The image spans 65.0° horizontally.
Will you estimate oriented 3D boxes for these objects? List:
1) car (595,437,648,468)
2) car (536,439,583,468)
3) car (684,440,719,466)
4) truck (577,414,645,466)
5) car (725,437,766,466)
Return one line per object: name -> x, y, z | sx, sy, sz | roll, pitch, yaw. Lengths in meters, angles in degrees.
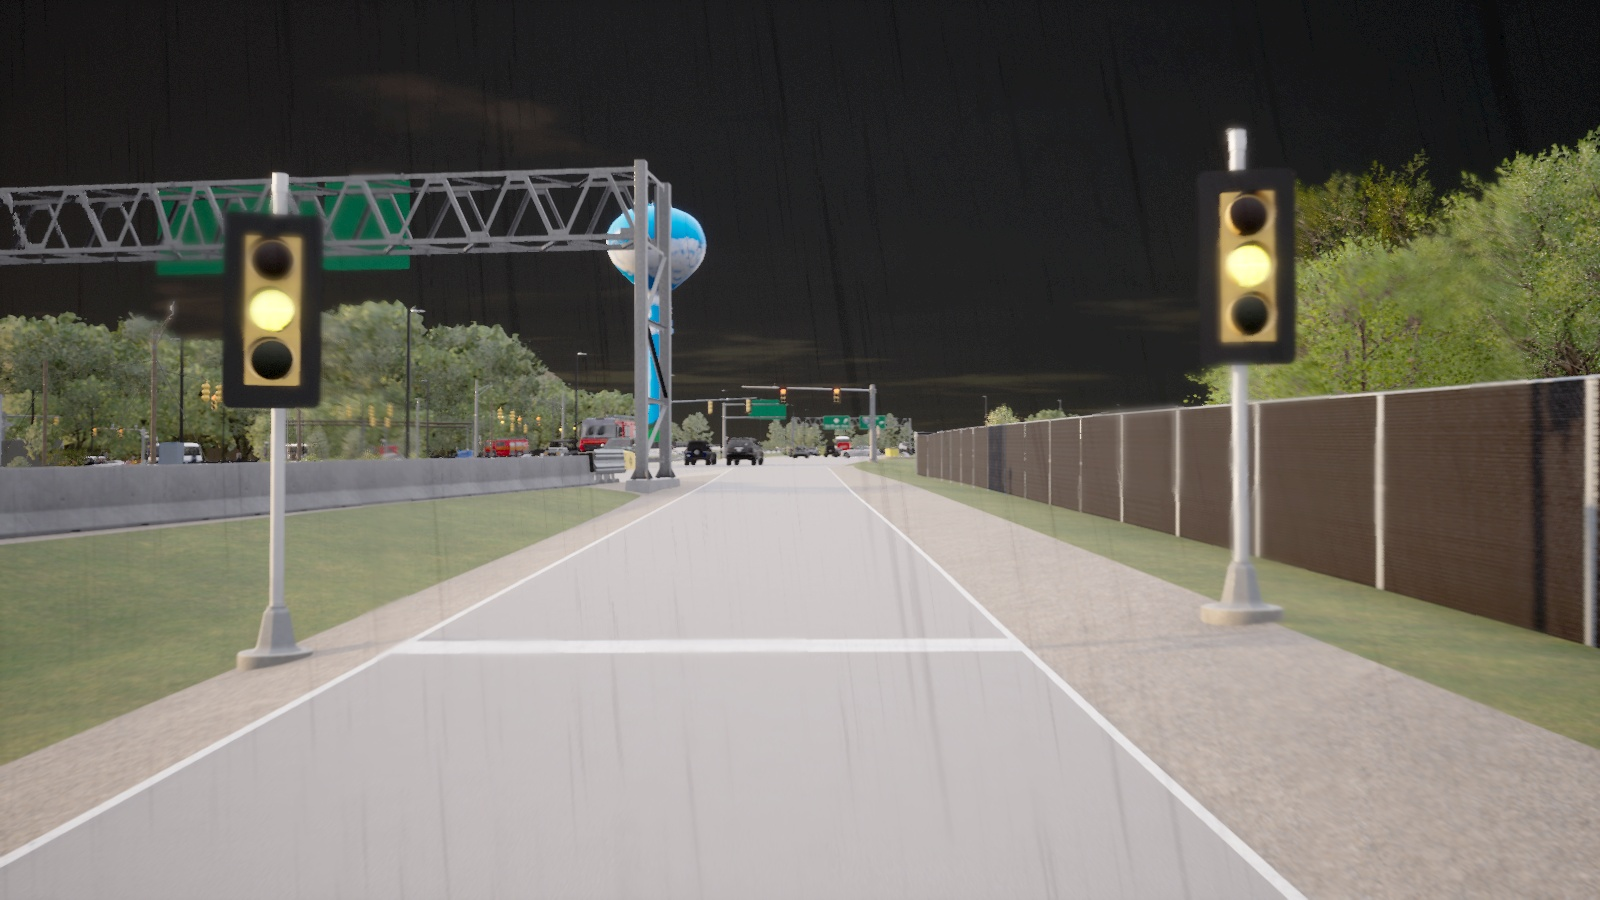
car -> -12.040, 0.148, 84.977 | 2.150, 2.045, 5.566 | 0, 0, 7
car -> -15.833, 0.235, 82.800 | 1.905, 1.878, 3.866 | 0, 0, 7
car -> -7.386, 0.213, 94.179 | 1.905, 1.878, 3.866 | 0, 0, 7
truck -> -14.269, -0.728, 95.587 | 2.891, 3.827, 8.468 | 0, 0, 7
car -> -4.002, 0.127, 93.019 | 2.150, 2.045, 5.566 | 0, 0, 7
